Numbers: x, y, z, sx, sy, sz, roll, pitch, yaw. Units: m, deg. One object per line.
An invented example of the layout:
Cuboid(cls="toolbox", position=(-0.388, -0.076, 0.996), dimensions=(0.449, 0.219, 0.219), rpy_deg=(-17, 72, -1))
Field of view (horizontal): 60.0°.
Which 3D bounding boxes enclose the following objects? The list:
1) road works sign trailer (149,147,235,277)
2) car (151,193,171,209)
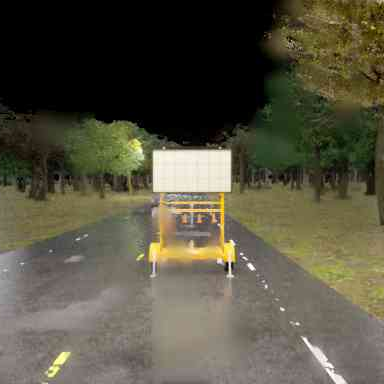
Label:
Cuboid(cls="road works sign trailer", position=(0.000, 0.434, 10.088), dimensions=(2.380, 3.560, 2.880), rpy_deg=(0, 0, 0))
Cuboid(cls="car", position=(-3.598, 0.969, 39.055), dimensions=(2.097, 1.767, 4.553), rpy_deg=(0, 1, 0))
